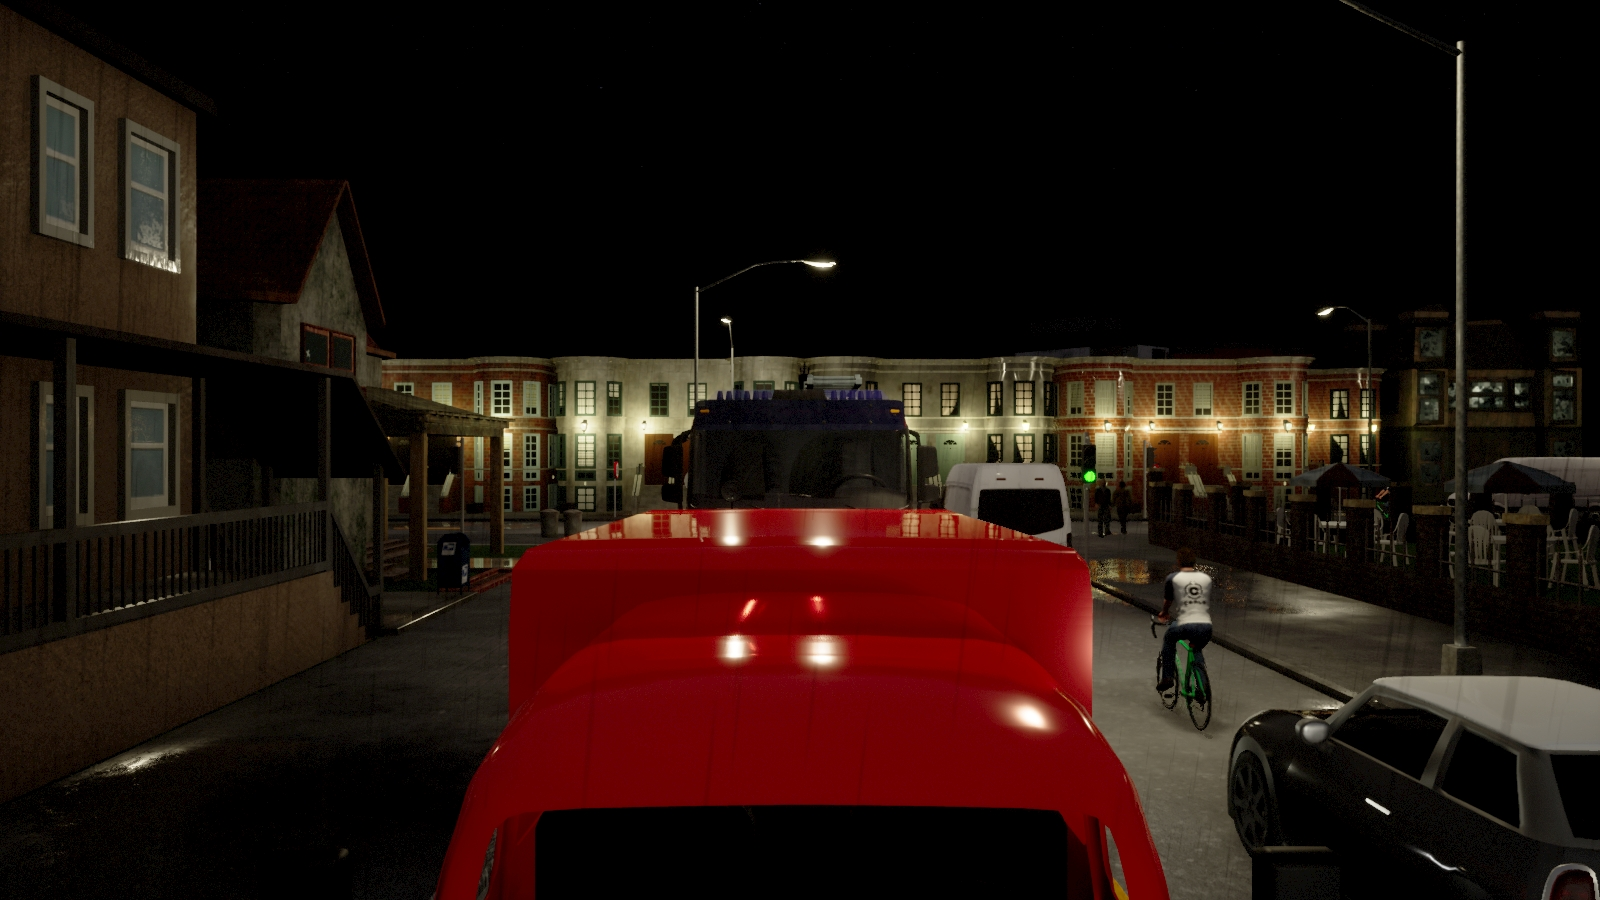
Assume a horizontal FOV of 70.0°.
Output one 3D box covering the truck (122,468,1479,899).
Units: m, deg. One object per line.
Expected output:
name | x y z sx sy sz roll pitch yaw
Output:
truck | -0.002 1.351 4.813 2.627 2.467 5.204 0 0 0

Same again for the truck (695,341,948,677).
truck | 0.275 0.678 17.256 2.891 3.827 8.468 0 0 0

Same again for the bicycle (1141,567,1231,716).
bicycle | 3.994 1.942 11.917 0.373 1.296 1.643 0 -1 0

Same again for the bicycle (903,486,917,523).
bicycle | 3.994 1.958 41.548 0.329 1.271 1.835 0 0 0

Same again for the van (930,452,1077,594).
van | 4.008 1.324 23.582 1.988 2.561 5.915 0 0 0

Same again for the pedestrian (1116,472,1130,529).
pedestrian | 10.532 1.644 37.240 0.375 1.860 0.375 0 0 7

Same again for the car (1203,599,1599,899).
car | 3.999 1.848 6.643 1.970 1.475 3.806 0 0 0

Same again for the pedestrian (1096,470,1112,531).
pedestrian | 9.238 1.533 34.731 0.375 1.860 0.375 0 0 -2
